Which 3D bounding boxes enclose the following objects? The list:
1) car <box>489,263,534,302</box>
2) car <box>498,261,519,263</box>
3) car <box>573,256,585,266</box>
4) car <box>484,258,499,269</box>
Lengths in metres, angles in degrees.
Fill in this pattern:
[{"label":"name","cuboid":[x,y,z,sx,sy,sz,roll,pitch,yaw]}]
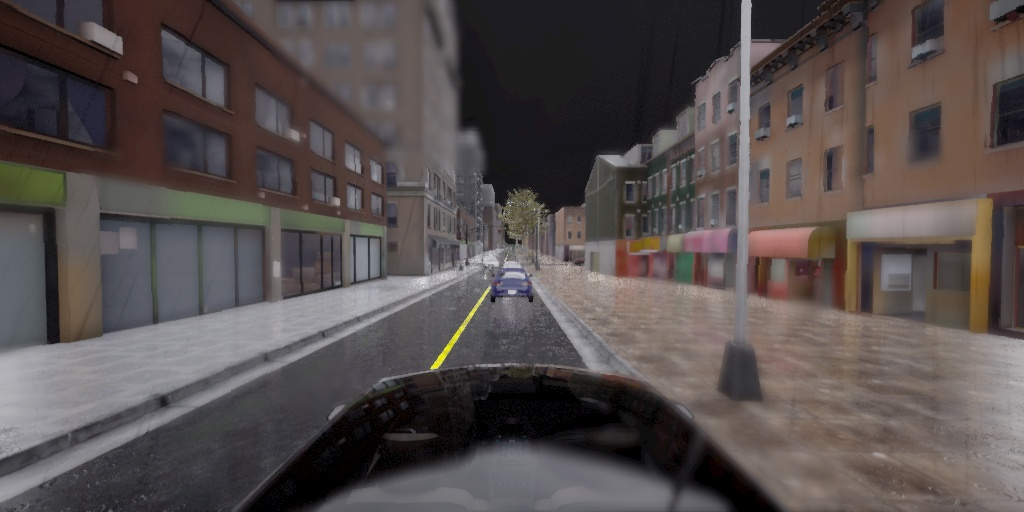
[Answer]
[{"label":"car","cuboid":[0.000,1.252,16.501,1.812,1.442,4.674,0,0,0]},{"label":"car","cuboid":[0.000,1.189,31.502,1.812,1.442,4.674,0,0,0]},{"label":"car","cuboid":[12.702,0.735,59.748,5.009,1.841,2.192,0,0,0]},{"label":"car","cuboid":[-2.749,0.997,49.495,1.812,1.442,4.674,0,1,0]}]
